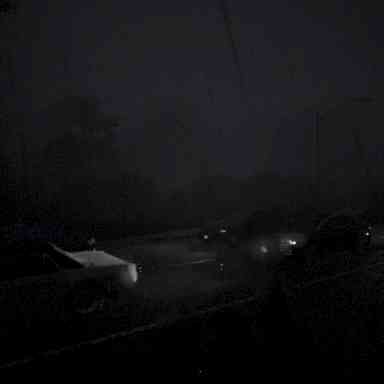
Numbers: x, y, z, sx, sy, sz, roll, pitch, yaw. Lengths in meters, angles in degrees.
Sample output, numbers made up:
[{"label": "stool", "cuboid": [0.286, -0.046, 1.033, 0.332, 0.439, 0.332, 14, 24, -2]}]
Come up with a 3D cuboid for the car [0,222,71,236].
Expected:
[{"label": "car", "cuboid": [-4.801, 1.555, 9.161, 4.181, 1.385, 1.994, 0, 0, -35]}]

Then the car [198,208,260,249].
[{"label": "car", "cuboid": [2.438, 1.452, 14.307, 4.674, 1.442, 1.812, -1, 0, -35]}]

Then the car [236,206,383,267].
[{"label": "car", "cuboid": [4.118, 1.420, 11.208, 4.902, 1.511, 2.128, -1, 0, -35]}]

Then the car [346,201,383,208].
[{"label": "car", "cuboid": [10.065, 1.302, 19.684, 5.008, 1.535, 1.882, -2, 1, -35]}]

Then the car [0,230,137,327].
[{"label": "car", "cuboid": [-3.481, 1.598, 5.806, 4.718, 1.301, 1.895, 0, 0, -36]}]
